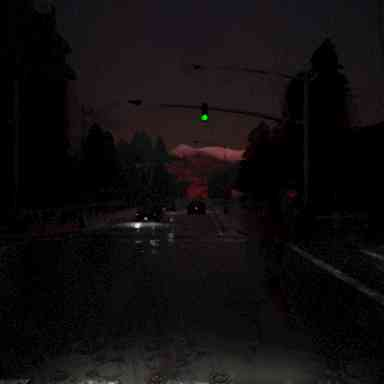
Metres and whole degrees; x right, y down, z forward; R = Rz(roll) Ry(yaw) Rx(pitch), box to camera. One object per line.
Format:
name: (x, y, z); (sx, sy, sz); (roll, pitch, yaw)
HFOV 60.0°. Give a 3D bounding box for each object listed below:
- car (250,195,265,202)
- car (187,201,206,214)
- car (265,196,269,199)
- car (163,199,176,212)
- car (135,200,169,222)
car: (15.587, 1.640, 79.263); (1.845, 1.501, 3.633); (0, 0, 2)
car: (0.515, 1.695, 36.824); (1.994, 1.385, 4.181); (0, 0, 2)
car: (18.850, 1.675, 86.564); (1.970, 1.475, 3.806); (0, 0, 2)
car: (-3.035, 1.642, 40.922); (1.837, 1.490, 4.892); (0, 0, 2)
car: (-3.429, 1.650, 27.946); (2.033, 1.411, 5.357); (0, 0, 2)
